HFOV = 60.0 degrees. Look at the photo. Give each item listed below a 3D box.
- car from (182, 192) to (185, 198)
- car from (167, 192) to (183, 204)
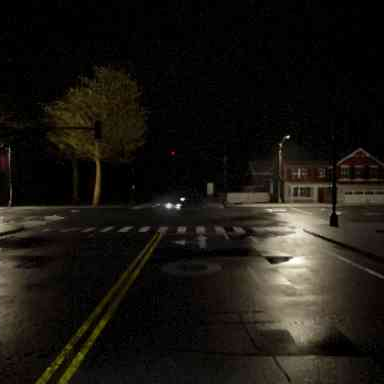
[{"bbox_3d":[-2.764,0.803,82.830,2.128,1.511,4.902,0,1,0],"label":"car"},{"bbox_3d":[-2.861,1.167,52.844,1.895,1.301,4.718,0,1,0],"label":"car"}]
